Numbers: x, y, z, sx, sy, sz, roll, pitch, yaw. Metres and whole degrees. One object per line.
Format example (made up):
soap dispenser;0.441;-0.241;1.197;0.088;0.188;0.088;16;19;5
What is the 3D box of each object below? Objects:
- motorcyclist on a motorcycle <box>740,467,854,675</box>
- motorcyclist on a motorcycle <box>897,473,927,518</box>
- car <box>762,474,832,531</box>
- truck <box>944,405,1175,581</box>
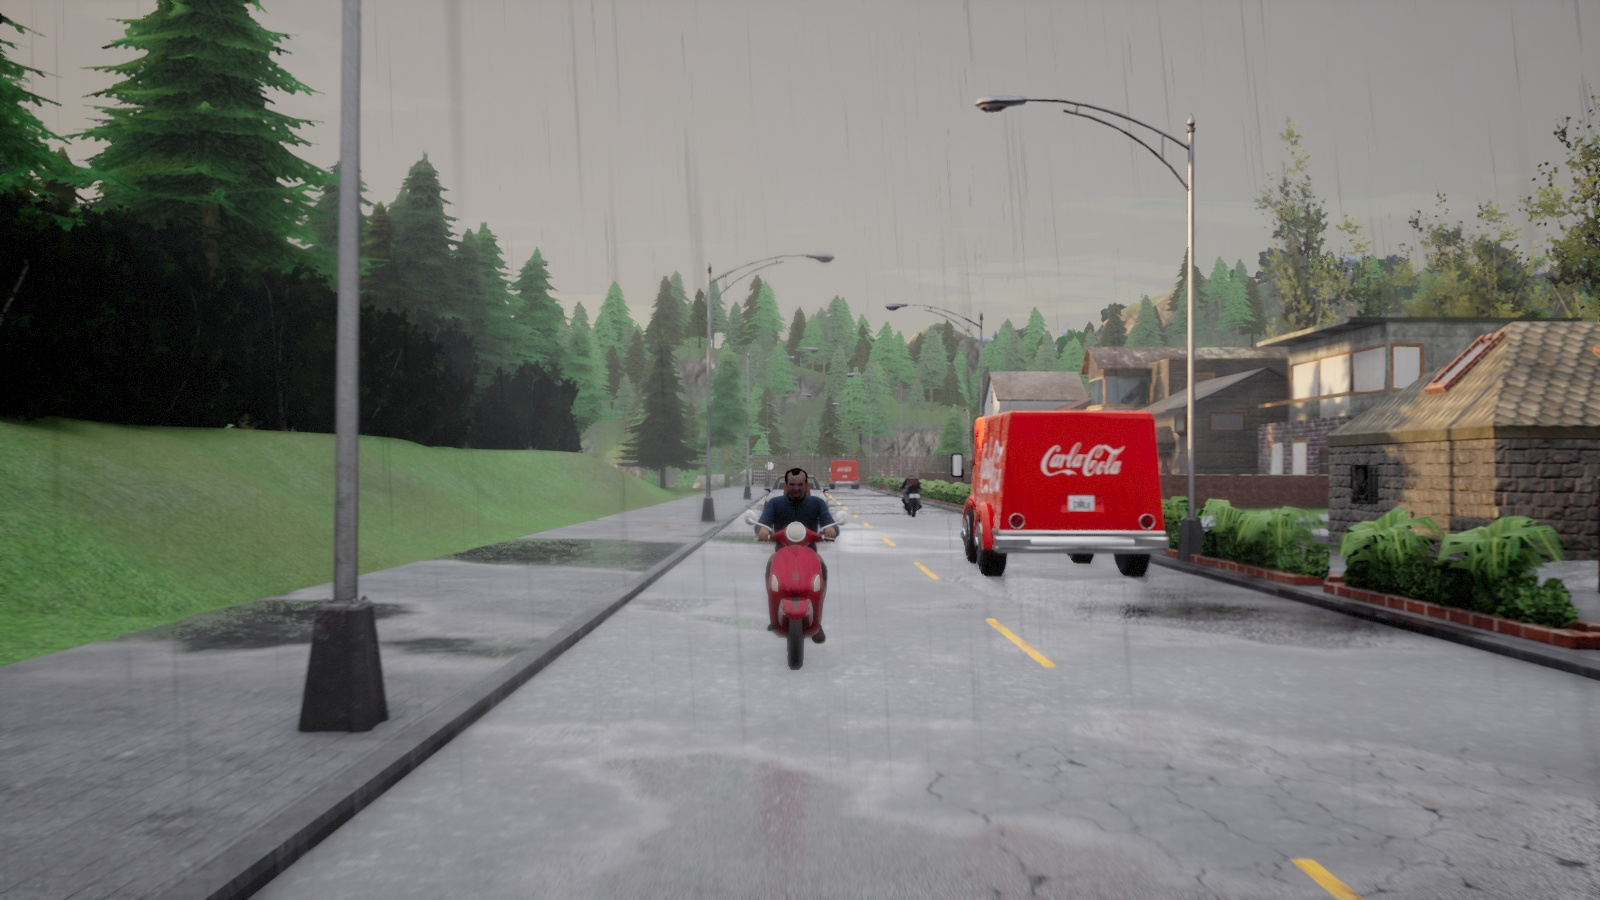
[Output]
motorcyclist on a motorcycle;-0.026;0.945;10.567;0.866;1.590;1.817;0;-1;0
motorcyclist on a motorcycle;3.898;1.569;43.910;0.866;1.530;2.191;0;-1;0
car;-0.085;1.416;35.100;1.816;1.474;4.193;0;-1;0
truck;3.949;0.652;20.279;2.627;2.467;5.204;0;-1;0
